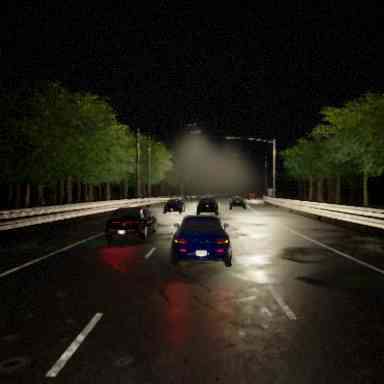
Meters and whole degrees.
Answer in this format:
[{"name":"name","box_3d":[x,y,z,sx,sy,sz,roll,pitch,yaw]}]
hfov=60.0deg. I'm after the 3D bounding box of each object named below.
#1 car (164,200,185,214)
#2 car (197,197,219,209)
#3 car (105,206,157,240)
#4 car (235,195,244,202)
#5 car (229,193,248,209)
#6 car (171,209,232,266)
[{"name":"car","box_3d":[-1.792,1.516,34.800,1.812,1.442,4.674,0,0,5]},{"name":"car","box_3d":[1.625,1.347,33.617,2.097,1.767,4.553,0,0,5]},{"name":"car","box_3d":[-2.973,1.499,16.919,1.837,1.490,4.892,0,0,2]},{"name":"car","box_3d":[10.657,1.481,74.418,1.837,1.490,4.892,0,0,11]},{"name":"car","box_3d":[6.180,1.332,45.329,2.097,1.767,4.553,0,0,7]},{"name":"car","box_3d":[0.322,1.525,11.481,1.812,1.442,4.674,0,0,2]}]
